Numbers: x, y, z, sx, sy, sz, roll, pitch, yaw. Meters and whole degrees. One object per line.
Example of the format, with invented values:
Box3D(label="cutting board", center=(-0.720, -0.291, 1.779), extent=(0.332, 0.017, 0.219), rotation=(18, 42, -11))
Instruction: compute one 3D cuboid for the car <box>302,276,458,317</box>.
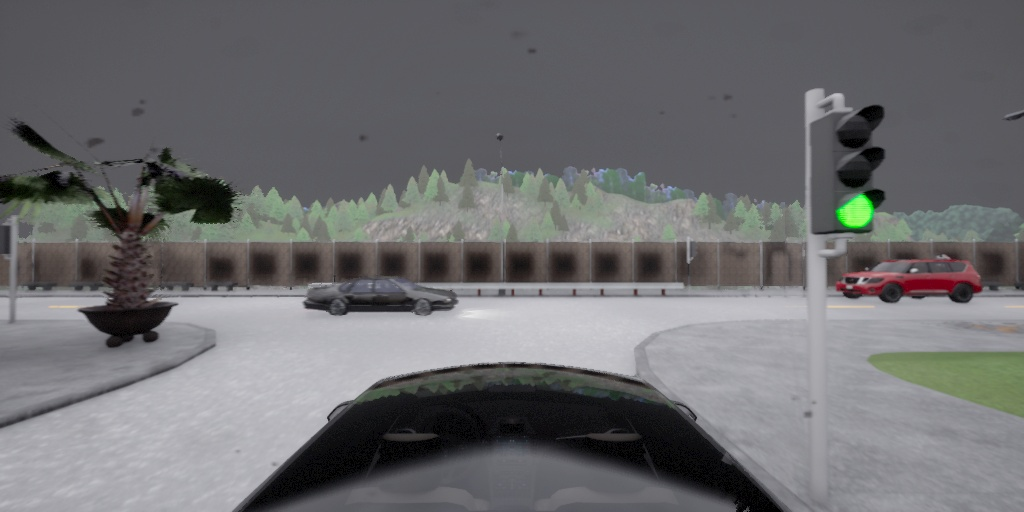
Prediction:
Box3D(label="car", center=(-4.779, 1.475, 13.420), extent=(5.357, 1.411, 2.033), rotation=(0, -1, 0))

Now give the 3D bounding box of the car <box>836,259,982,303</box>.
Box3D(label="car", center=(19.273, 1.178, 17.559), extent=(5.566, 2.045, 2.150), rotation=(0, -1, 0))
